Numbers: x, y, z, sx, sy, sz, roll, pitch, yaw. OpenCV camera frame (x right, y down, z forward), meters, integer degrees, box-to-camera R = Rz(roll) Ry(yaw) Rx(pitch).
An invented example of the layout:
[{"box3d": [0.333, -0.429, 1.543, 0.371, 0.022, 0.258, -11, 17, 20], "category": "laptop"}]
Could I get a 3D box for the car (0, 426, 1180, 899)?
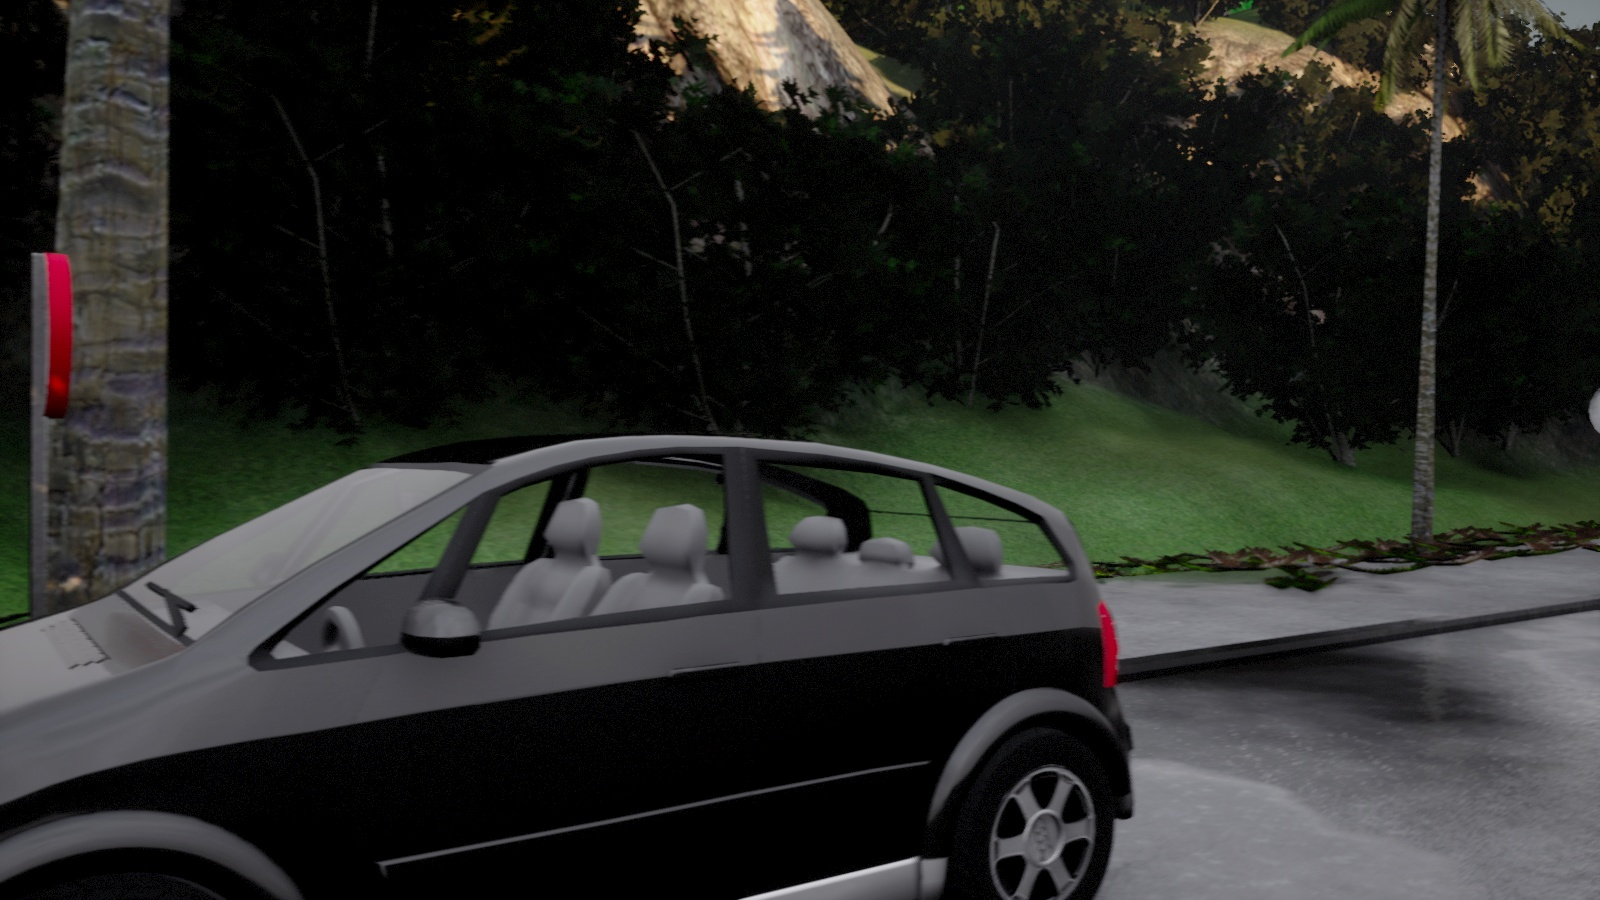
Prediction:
[{"box3d": [-0.816, 0.733, 3.699, 3.705, 1.549, 1.789, 0, 0, -35], "category": "car"}]
